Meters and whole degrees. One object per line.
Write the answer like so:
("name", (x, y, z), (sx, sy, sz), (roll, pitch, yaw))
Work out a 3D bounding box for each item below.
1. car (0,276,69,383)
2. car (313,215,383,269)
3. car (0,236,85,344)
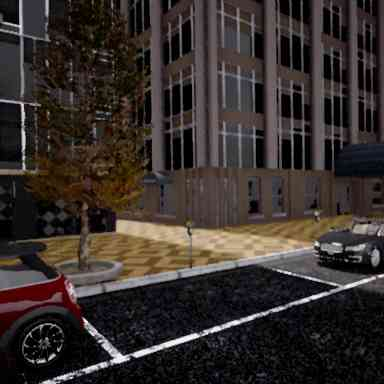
("car", (-2.879, 1.579, 1.324), (4.181, 1.385, 1.994), (-1, 0, -36))
("car", (5.674, 1.451, 10.623), (4.403, 1.369, 2.008), (-1, 0, -36))
("car", (-3.577, 1.446, 4.017), (4.097, 1.590, 1.967), (-1, 0, -36))
